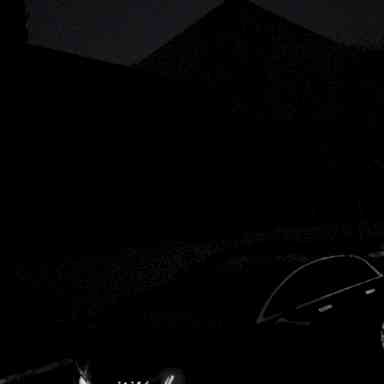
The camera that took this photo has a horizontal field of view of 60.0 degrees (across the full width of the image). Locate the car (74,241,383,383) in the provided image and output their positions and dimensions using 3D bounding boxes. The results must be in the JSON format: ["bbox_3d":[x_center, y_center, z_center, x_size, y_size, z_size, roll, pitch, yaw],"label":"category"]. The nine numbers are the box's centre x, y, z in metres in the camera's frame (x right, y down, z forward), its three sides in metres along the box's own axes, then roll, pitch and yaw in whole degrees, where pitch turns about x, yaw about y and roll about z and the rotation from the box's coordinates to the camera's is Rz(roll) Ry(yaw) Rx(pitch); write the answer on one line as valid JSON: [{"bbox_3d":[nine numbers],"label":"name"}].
[{"bbox_3d":[1.009,1.484,4.391,4.892,1.490,1.837,0,0,-35],"label":"car"}]
